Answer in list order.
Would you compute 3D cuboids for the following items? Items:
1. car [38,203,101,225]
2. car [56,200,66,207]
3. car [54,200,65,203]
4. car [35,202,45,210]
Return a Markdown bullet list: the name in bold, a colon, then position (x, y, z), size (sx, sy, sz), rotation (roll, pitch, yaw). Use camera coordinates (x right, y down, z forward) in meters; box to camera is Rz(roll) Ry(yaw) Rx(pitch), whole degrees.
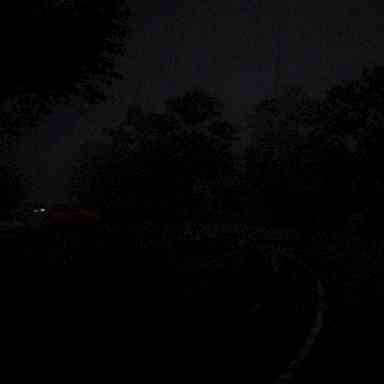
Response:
- **car**: position (-10.338, 1.984, 28.771), size (5.008, 1.535, 1.882), rotation (-1, 0, 16)
- **car**: position (-29.938, 2.667, 76.188), size (1.882, 1.535, 5.008), rotation (0, -1, -19)
- **car**: position (-24.737, 2.617, 61.233), size (1.837, 1.490, 4.892), rotation (0, -1, -19)
- **car**: position (-30.442, 2.769, 66.985), size (2.033, 1.411, 5.357), rotation (0, -1, -19)
